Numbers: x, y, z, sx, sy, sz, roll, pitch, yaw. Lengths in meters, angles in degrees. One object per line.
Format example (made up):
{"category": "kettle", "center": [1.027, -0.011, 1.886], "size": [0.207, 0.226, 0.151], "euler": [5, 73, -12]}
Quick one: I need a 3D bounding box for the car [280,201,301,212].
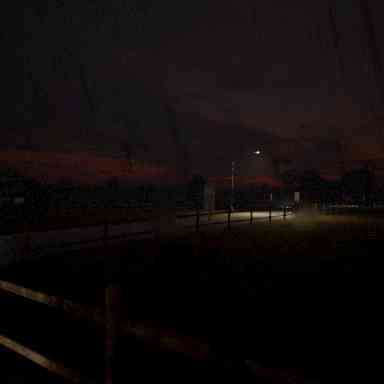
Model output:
{"category": "car", "center": [14.688, 2.137, 49.384], "size": [2.128, 1.511, 4.902], "euler": [1, 0, 36]}
